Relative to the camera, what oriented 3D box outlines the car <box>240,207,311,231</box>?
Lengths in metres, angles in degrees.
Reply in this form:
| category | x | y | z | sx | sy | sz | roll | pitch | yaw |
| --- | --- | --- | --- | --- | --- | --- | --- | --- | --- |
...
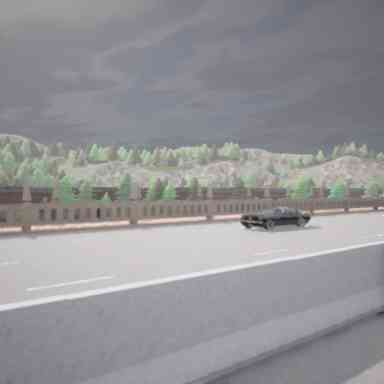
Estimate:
| category | x | y | z | sx | sy | sz | roll | pitch | yaw |
| --- | --- | --- | --- | --- | --- | --- | --- | --- | --- |
| car | 5.198 | 1.601 | 20.598 | 4.718 | 1.301 | 1.895 | 0 | 0 | -35 |
